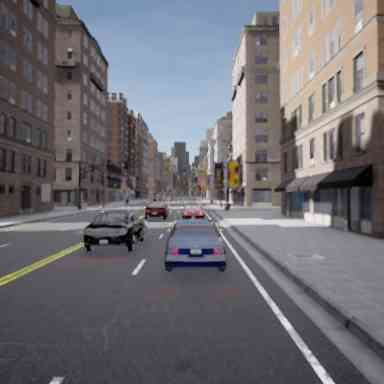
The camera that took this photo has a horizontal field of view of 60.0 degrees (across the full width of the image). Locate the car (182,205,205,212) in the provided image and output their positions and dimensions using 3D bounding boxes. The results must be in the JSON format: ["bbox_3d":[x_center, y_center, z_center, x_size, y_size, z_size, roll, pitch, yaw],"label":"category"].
[{"bbox_3d":[0.105,1.747,28.328,1.895,1.301,4.718,0,0,0],"label":"car"}]

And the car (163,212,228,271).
[{"bbox_3d":[0.102,1.608,11.148,2.033,1.411,5.357,0,0,0],"label":"car"}]

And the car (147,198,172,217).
[{"bbox_3d":[-3.145,1.635,30.470,1.882,1.535,5.008,0,0,0],"label":"car"}]

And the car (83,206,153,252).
[{"bbox_3d":[-3.148,1.569,14.277,2.128,1.511,4.902,0,0,0],"label":"car"}]

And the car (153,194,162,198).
[{"bbox_3d":[-9.734,1.705,94.823,2.150,2.045,5.566,0,0,0],"label":"car"}]

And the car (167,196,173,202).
[{"bbox_3d":[-6.484,2.005,94.850,2.128,1.511,4.902,0,0,0],"label":"car"}]
